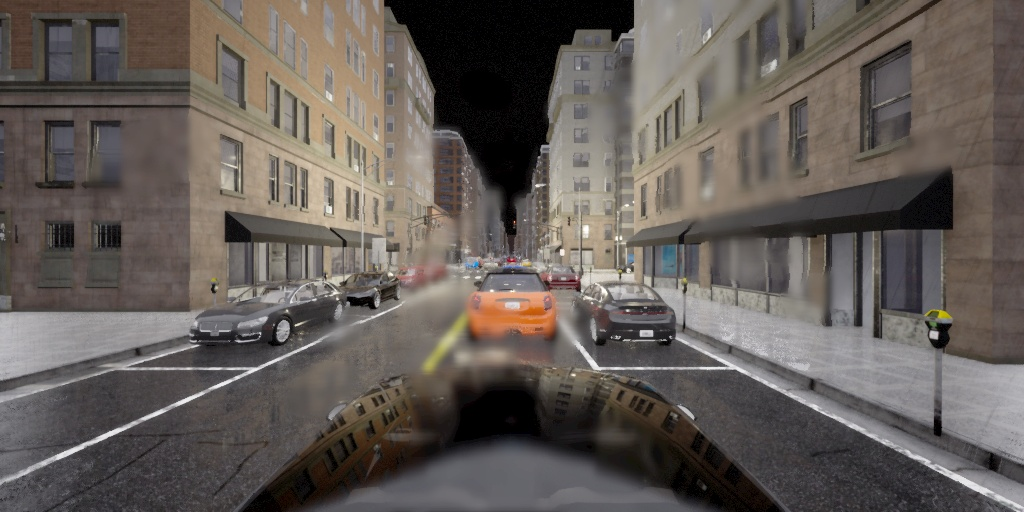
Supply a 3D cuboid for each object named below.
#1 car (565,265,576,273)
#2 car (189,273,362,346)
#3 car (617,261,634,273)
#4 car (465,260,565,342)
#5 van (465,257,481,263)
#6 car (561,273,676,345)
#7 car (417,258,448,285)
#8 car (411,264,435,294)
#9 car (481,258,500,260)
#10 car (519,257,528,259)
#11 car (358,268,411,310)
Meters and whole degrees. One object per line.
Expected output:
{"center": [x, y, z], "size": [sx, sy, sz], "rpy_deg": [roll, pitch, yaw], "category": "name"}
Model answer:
{"center": [2.656, 1.188, 20.340], "size": [1.967, 1.591, 4.097], "rpy_deg": [0, 0, 0], "category": "car"}
{"center": [-5.862, 1.300, 9.259], "size": [2.007, 1.370, 4.403], "rpy_deg": [0, 0, 0], "category": "car"}
{"center": [14.536, 1.239, 40.974], "size": [4.892, 1.490, 1.837], "rpy_deg": [0, 0, 1], "category": "car"}
{"center": [0.014, 1.102, 9.948], "size": [2.097, 1.767, 4.553], "rpy_deg": [0, 0, 0], "category": "car"}
{"center": [-5.895, 1.080, 52.779], "size": [1.690, 1.789, 3.998], "rpy_deg": [0, 0, 0], "category": "van"}
{"center": [2.664, 1.300, 9.289], "size": [2.007, 1.370, 4.403], "rpy_deg": [0, 0, 0], "category": "car"}
{"center": [-5.875, 1.062, 25.831], "size": [2.192, 1.841, 5.009], "rpy_deg": [0, 0, 0], "category": "car"}
{"center": [-5.870, 1.330, 20.308], "size": [1.802, 1.307, 4.207], "rpy_deg": [0, 0, 0], "category": "car"}
{"center": [-3.135, 1.340, 53.381], "size": [1.895, 1.301, 4.718], "rpy_deg": [0, 0, 0], "category": "car"}
{"center": [2.622, 1.261, 64.171], "size": [1.751, 1.417, 4.829], "rpy_deg": [0, 0, 0], "category": "car"}
{"center": [-5.866, 1.315, 14.784], "size": [1.948, 1.339, 4.313], "rpy_deg": [0, 0, 0], "category": "car"}
